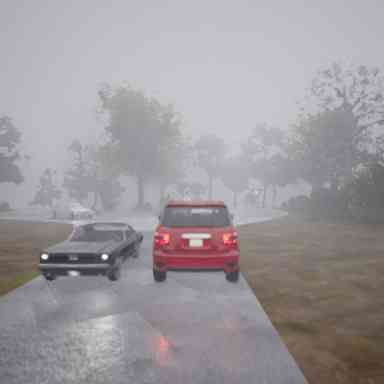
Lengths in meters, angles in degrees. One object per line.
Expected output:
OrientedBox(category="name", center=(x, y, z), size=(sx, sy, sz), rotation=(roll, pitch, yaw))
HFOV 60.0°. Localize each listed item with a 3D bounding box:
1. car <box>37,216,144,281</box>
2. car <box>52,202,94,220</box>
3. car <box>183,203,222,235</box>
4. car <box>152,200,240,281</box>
OrientedBox(category="car", center=(-2.755, 1.633, 10.074), size=(1.895, 1.301, 4.718), rotation=(0, 0, 1))
OrientedBox(category="car", center=(-10.413, 1.616, 28.796), size=(4.674, 1.442, 1.812), rotation=(0, -1, 41))
OrientedBox(category="car", center=(0.781, 1.542, 20.479), size=(1.882, 1.535, 5.008), rotation=(0, 0, 8))
OrientedBox(category="car", center=(0.118, 1.251, 10.102), size=(2.150, 2.045, 5.566), rotation=(0, -1, 1))
